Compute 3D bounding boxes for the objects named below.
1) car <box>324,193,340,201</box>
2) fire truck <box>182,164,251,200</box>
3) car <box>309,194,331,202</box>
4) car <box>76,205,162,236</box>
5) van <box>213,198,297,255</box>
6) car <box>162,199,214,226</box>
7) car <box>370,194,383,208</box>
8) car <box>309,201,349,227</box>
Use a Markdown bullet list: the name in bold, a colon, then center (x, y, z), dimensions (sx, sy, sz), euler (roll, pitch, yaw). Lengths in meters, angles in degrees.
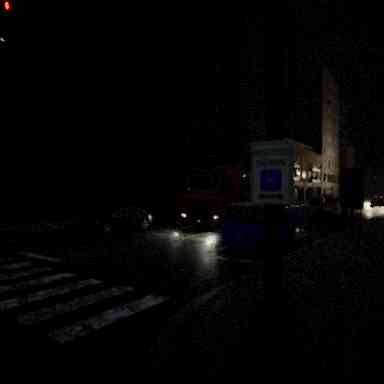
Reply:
- **car**: center (22.183, 1.166, 54.510), dimensions (2.192, 1.841, 5.009), euler (1, 0, 35)
- **fire truck**: center (2.812, 0.217, 22.279), dimensions (2.891, 3.827, 8.468), euler (1, 0, 35)
- **car**: center (18.920, 1.417, 49.858), dimensions (1.947, 1.339, 4.313), euler (1, 0, 35)
- **car**: center (-3.907, 1.396, 17.288), dimensions (2.008, 1.369, 4.403), euler (1, 0, 35)
- **van**: center (2.671, 1.252, 12.688), dimensions (1.690, 1.788, 3.998), euler (1, 0, 35)
- **car**: center (-0.646, 1.393, 21.940), dimensions (1.887, 1.381, 4.507), euler (1, 0, 35)
- **car**: center (25.495, 1.358, 45.256), dimensions (1.967, 1.590, 4.097), euler (1, 0, 35)
- **car**: center (9.191, 1.499, 21.994), dimensions (1.802, 1.307, 4.206), euler (1, 0, 35)
